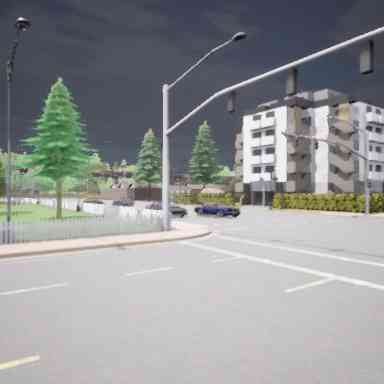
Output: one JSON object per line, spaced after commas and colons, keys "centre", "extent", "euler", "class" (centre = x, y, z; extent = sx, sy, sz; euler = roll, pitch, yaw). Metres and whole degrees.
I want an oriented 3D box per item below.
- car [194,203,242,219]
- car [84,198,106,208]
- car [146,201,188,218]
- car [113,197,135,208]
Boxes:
{"centre": [2.252, 1.619, 29.745], "extent": [1.895, 1.301, 4.718], "euler": [0, 0, -34], "class": "car"}
{"centre": [-14.106, 1.563, 47.868], "extent": [2.033, 1.411, 5.357], "euler": [0, 0, -34], "class": "car"}
{"centre": [-2.483, 1.562, 30.500], "extent": [2.033, 1.411, 5.357], "euler": [0, 0, -34], "class": "car"}
{"centre": [-9.799, 1.526, 47.695], "extent": [1.837, 1.490, 4.892], "euler": [0, -1, -34], "class": "car"}
